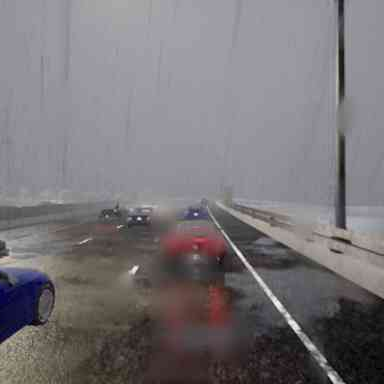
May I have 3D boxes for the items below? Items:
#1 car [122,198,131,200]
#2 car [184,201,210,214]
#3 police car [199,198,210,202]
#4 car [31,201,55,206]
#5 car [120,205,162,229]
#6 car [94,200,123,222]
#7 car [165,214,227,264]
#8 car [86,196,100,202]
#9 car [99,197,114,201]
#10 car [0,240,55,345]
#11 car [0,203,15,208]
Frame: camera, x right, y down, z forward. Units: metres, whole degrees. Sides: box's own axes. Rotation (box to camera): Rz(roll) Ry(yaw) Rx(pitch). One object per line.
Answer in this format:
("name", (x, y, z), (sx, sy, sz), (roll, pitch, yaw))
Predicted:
("car", (-15.704, 1.943, 79.499), (1.812, 1.442, 4.674), (0, -1, 3))
("car", (0.345, 1.808, 29.353), (1.994, 1.385, 4.181), (0, 0, 1))
("police car", (2.371, 1.976, 63.295), (1.930, 1.638, 5.238), (0, -1, 2))
("car", (-17.167, 1.815, 38.387), (2.128, 1.511, 4.902), (0, -1, 1))
("car", (-3.258, 1.740, 23.306), (2.033, 1.411, 5.357), (0, 0, 1))
("car", (-6.668, 1.730, 28.741), (2.128, 1.511, 4.902), (0, -1, 1))
("car", (0.138, 1.699, 12.125), (1.895, 1.301, 4.718), (0, 0, 1))
("car", (-22.796, 1.894, 77.609), (2.150, 2.045, 5.566), (0, -1, 2))
("car", (-19.298, 2.167, 77.478), (1.837, 1.490, 4.892), (0, -1, 2))
("car", (-3.436, 1.559, 4.197), (1.812, 1.442, 4.674), (0, 0, 0))
("car", (-20.724, 1.904, 36.081), (1.895, 1.301, 4.718), (0, -1, 1))
